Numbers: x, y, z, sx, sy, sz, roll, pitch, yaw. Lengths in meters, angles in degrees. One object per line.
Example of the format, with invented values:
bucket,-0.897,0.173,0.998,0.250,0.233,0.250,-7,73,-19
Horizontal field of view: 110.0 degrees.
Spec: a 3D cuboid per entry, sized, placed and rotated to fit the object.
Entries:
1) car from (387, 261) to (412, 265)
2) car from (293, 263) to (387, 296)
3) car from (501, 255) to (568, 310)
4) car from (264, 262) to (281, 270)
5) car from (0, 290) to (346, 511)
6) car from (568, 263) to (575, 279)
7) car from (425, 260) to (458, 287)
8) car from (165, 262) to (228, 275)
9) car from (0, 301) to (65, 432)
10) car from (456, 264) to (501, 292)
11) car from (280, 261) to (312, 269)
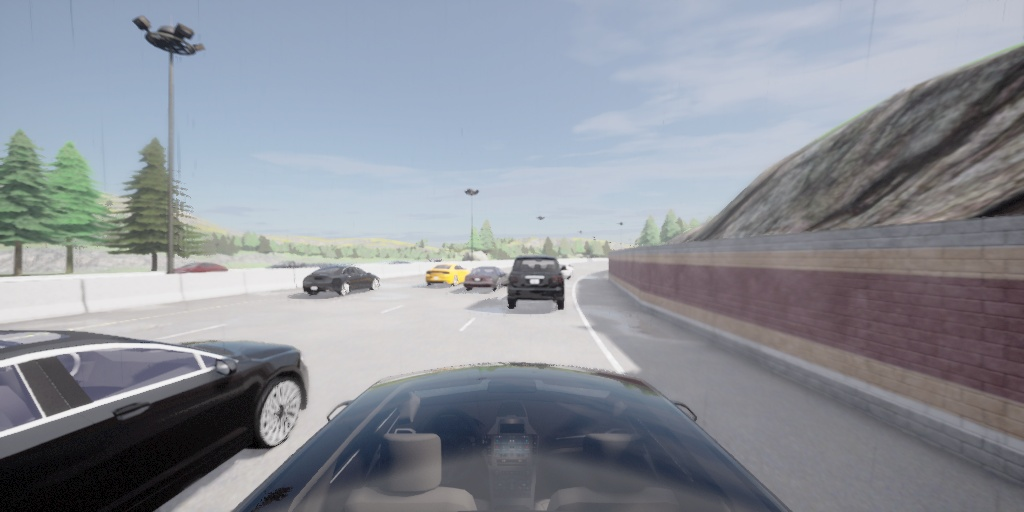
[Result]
car,-15.966,1.344,49.890,2.033,1.411,5.357,0,0,19
car,-8.900,1.266,19.133,1.837,1.490,4.892,0,0,8
car,1.113,0.994,15.183,2.150,2.045,5.566,0,0,7
car,-23.300,1.256,37.388,2.128,1.511,4.902,0,0,14
car,-3.334,1.237,2.296,2.128,1.511,4.902,0,0,1
car,4.638,1.331,33.016,1.812,1.442,4.674,0,0,15
car,-4.352,1.256,25.134,1.882,1.535,5.008,0,0,11
car,-28.090,1.275,32.134,1.812,1.442,4.674,0,0,12
car,-6.876,1.286,1.998,2.033,1.411,5.357,0,0,1
car,-1.437,1.326,21.877,2.033,1.411,5.357,0,0,10
car,-17.367,1.314,32.008,2.033,1.411,5.357,0,0,12
